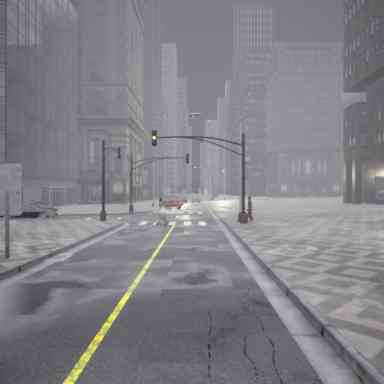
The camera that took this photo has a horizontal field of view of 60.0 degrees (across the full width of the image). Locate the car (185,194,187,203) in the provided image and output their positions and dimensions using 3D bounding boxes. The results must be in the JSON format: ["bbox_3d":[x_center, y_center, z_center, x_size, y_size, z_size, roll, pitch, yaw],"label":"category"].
[{"bbox_3d":[-2.366,1.510,55.794,2.128,1.511,4.902,0,0,1],"label":"car"}]

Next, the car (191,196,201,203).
[{"bbox_3d":[0.878,1.576,68.042,2.033,1.411,5.357,0,0,1],"label":"car"}]

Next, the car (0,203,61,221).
[{"bbox_3d":[-13.891,1.688,28.595,4.902,1.511,2.128,-1,0,0],"label":"car"}]

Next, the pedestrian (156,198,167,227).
[{"bbox_3d":[-1.984,1.299,21.617,0.375,1.860,0.375,0,0,1],"label":"pedestrian"}]

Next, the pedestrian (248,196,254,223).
[{"bbox_3d":[3.879,1.147,22.141,0.375,1.860,0.375,0,0,1],"label":"pedestrian"}]

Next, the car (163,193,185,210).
[{"bbox_3d":[-2.518,1.232,44.241,2.150,2.045,5.566,0,0,2],"label":"car"}]

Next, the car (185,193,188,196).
[{"bbox_3d":[-2.107,1.251,69.213,2.150,2.045,5.566,0,0,1],"label":"car"}]
